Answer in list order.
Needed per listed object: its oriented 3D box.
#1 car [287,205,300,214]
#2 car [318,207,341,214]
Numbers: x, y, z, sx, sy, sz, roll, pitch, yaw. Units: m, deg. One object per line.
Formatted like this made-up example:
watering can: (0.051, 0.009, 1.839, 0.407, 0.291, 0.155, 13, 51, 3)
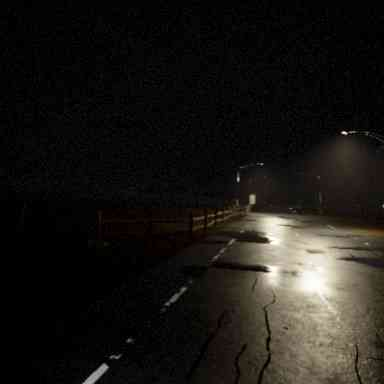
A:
car: (17.572, 3.021, 57.212, 1.837, 1.490, 4.892, 2, -1, 14)
car: (30.278, 4.037, 73.328, 4.902, 1.511, 2.128, 4, -3, -8)
